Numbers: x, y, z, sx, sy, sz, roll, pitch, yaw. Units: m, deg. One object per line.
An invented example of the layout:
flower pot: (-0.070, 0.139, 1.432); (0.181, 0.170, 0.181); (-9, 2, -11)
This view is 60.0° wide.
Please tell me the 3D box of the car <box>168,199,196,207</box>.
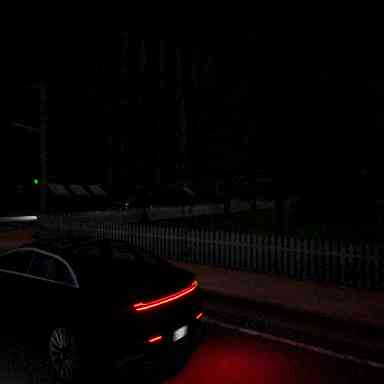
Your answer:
car: (-1.376, 1.601, 48.097); (1.895, 1.301, 4.718); (0, 0, 34)

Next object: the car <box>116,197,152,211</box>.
car: (-6.937, 1.352, 39.878); (2.097, 1.767, 4.553); (0, 0, 34)

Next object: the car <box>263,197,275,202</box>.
car: (15.238, 1.547, 59.874); (2.033, 1.411, 5.357); (0, 0, 34)

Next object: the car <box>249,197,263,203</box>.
car: (12.360, 1.601, 61.861); (1.895, 1.301, 4.718); (0, 0, 34)

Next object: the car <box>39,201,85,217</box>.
car: (-12.356, 1.564, 31.856); (1.994, 1.385, 4.181); (0, 0, 34)

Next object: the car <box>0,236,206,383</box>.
car: (-2.104, 1.491, 5.443); (4.902, 1.511, 2.128); (0, 0, 36)
